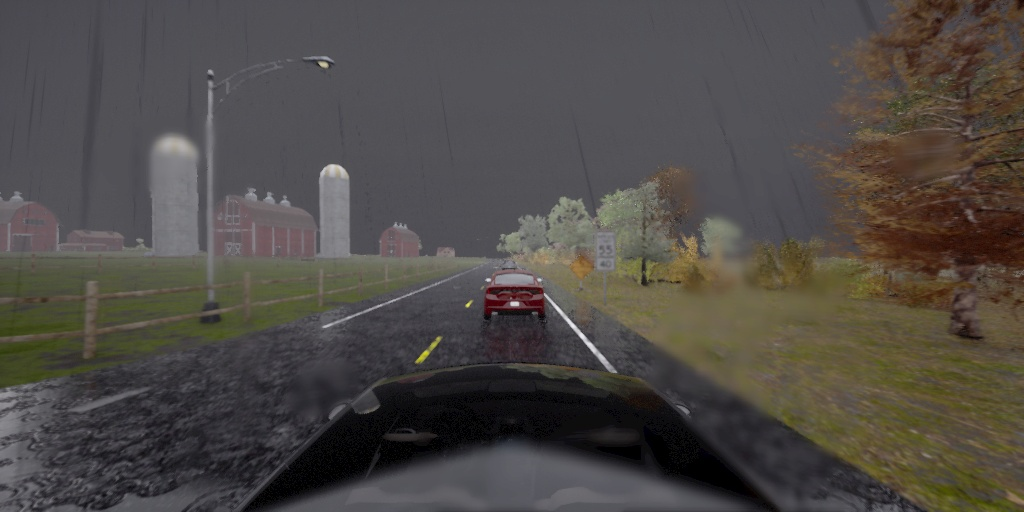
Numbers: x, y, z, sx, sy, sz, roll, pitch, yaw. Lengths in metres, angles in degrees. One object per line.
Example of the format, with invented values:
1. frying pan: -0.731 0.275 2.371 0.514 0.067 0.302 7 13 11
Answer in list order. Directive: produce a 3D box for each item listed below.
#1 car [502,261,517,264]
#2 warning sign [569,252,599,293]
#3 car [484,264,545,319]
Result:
1. car: -0.318 1.298 45.271 1.994 1.385 4.181 0 0 -1
2. warning sign: 3.504 0.856 18.148 1.300 1.860 1.060 0 0 0
3. car: 0.073 1.222 12.743 1.882 1.535 5.008 0 0 0
